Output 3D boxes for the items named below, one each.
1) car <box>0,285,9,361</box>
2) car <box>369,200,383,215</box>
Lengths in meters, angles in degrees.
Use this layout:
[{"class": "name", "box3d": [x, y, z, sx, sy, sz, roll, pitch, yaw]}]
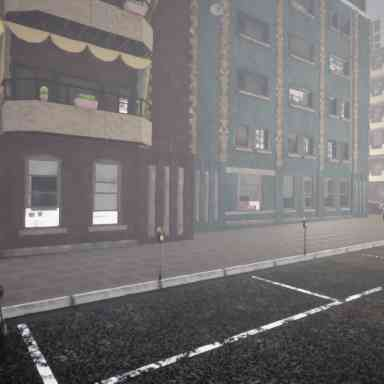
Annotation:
[{"class": "car", "box3d": [-4.161, 1.566, 3.120, 4.313, 1.339, 1.947, 0, 1, -35]}, {"class": "car", "box3d": [16.168, 1.241, 32.669, 2.192, 1.841, 5.009, 1, 0, -36]}]
